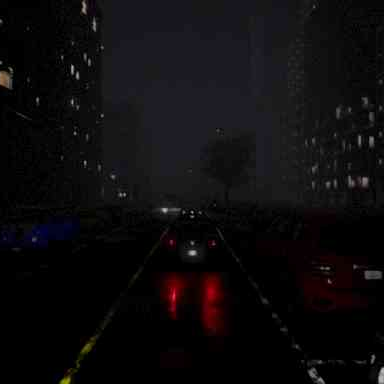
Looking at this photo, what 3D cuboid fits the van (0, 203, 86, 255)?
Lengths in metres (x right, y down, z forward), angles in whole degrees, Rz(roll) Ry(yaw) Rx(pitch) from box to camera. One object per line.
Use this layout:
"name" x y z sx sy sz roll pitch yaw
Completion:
"van" -5.687 1.335 12.854 1.690 1.788 3.998 0 0 0

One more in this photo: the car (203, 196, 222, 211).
"car" 2.696 1.563 40.467 1.947 1.339 4.313 0 0 0

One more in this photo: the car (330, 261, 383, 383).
"car" 2.693 1.550 1.807 2.008 1.369 4.403 0 0 0

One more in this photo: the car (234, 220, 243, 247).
"car" 2.694 1.560 12.853 1.947 1.339 4.313 0 0 0

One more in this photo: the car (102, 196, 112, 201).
"car" -16.420 1.347 58.975 4.403 1.369 2.008 1 -1 -1

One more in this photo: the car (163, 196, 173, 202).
"car" -5.682 1.574 78.379 2.008 1.369 4.403 0 0 0

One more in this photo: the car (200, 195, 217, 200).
"car" 2.697 1.314 45.991 2.192 1.841 5.009 0 0 0

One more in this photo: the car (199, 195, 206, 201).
"car" 2.699 1.563 89.614 1.752 1.417 4.829 0 0 0

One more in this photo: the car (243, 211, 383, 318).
"car" 2.694 1.311 7.331 2.192 1.841 5.009 0 0 0

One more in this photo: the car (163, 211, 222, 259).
"car" 0.040 1.595 12.512 1.895 1.301 4.718 0 0 1

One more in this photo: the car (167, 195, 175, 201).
"car" -5.681 1.589 89.445 2.008 1.369 4.403 0 0 0

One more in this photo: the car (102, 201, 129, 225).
"car" -5.686 1.559 23.900 1.947 1.339 4.313 0 0 0

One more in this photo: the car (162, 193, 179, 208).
"car" -3.028 1.223 48.161 2.150 2.045 5.566 0 0 1

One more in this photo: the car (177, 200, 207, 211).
"car" 0.041 1.594 27.514 1.895 1.301 4.718 0 0 1

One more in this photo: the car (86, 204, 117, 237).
"car" -5.687 1.518 18.207 1.752 1.417 4.829 0 0 0
